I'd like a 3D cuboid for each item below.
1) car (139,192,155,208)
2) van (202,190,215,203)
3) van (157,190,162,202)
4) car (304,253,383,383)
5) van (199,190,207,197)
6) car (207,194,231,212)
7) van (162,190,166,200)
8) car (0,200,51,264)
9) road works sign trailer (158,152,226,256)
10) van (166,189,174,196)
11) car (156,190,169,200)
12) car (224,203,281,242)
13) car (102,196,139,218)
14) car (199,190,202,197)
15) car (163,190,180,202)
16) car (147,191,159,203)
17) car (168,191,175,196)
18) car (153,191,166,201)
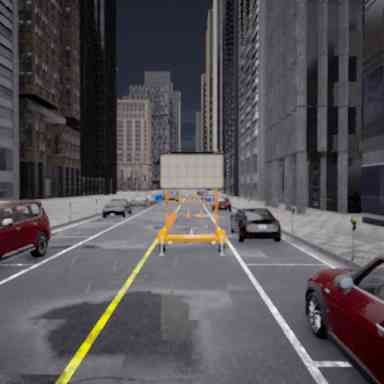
[{"bbox_3d":[-5.773,1.073,37.597,2.008,1.369,4.403,0,1,0],"label":"car"},{"bbox_3d":[2.750,0.720,48.881,1.690,1.788,3.998,0,1,0],"label":"van"},{"bbox_3d":[-5.776,0.720,48.874,1.690,1.788,3.998,0,1,0],"label":"van"},{"bbox_3d":[2.758,1.391,3.760,1.967,1.590,4.097,0,1,0],"label":"car"},{"bbox_3d":[2.743,0.289,82.722,1.690,1.788,3.998,0,1,0],"label":"van"},{"bbox_3d":[2.753,1.138,31.963,1.887,1.381,4.507,0,1,0],"label":"car"},{"bbox_3d":[-5.777,0.648,54.515,1.690,1.788,3.998,0,1,0],"label":"van"},{"bbox_3d":[-5.769,1.194,9.392,2.192,1.841,5.009,0,1,0],"label":"car"},{"bbox_3d":[-0.003,0.305,12.413,2.380,3.560,2.880,0,1,0],"label":"road works sign trailer"},{"bbox_3d":[-5.783,0.217,88.358,1.690,1.788,3.998,0,1,0],"label":"van"},{"bbox_3d":[-5.779,0.479,65.796,2.192,1.841,5.009,0,1,0],"label":"car"},{"bbox_3d":[2.756,1.373,15.042,1.947,1.339,4.313,0,1,0],"label":"car"},{"bbox_3d":[-5.771,1.231,26.316,1.947,1.339,4.313,0,1,0],"label":"car"},{"bbox_3d":[2.747,0.746,65.804,1.802,1.307,4.206,0,1,0],"label":"car"},{"bbox_3d":[-3.033,0.858,54.247,2.033,1.411,5.357,0,1,1],"label":"car"},{"bbox_3d":[-5.774,0.978,43.067,1.752,1.417,4.829,0,1,0],"label":"car"},{"bbox_3d":[-5.783,0.348,94.001,1.887,1.381,4.507,0,1,0],"label":"car"},{"bbox_3d":[-5.777,0.676,60.156,1.967,1.590,4.097,0,1,0],"label":"car"}]
